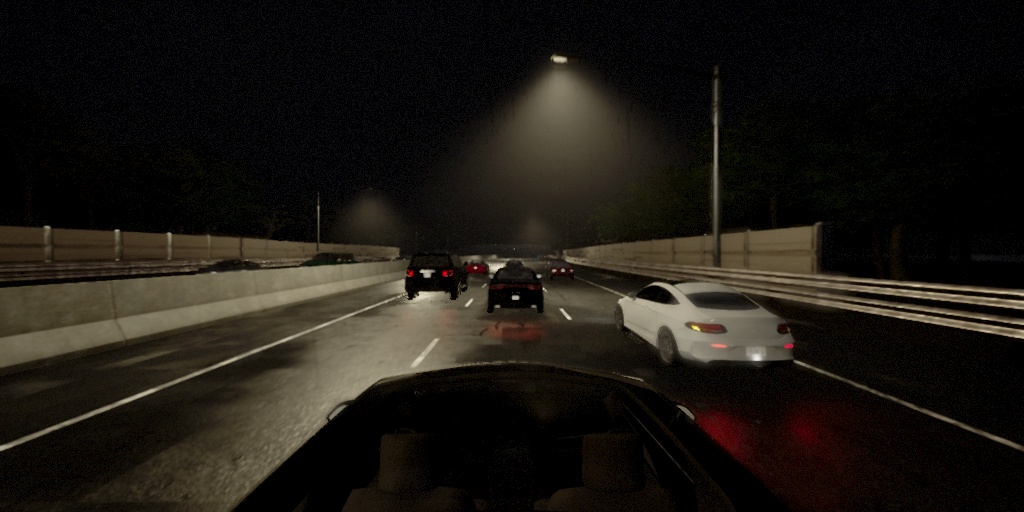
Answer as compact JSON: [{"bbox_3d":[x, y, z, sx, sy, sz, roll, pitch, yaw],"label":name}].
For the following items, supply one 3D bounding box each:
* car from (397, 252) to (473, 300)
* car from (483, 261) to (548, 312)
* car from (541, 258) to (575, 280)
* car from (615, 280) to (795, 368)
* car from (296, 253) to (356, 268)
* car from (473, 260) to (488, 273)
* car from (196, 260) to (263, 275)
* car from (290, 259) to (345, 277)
[{"bbox_3d":[-3.373,0.844,17.001,2.150,2.045,5.566,0,0,0],"label":"car"},{"bbox_3d":[0.117,1.128,13.650,1.882,1.535,5.008,0,0,0],"label":"car"},{"bbox_3d":[3.679,1.078,28.223,2.033,1.411,5.357,0,0,0],"label":"car"},{"bbox_3d":[3.617,1.227,7.597,1.812,1.442,4.674,0,0,0],"label":"car"},{"bbox_3d":[-14.023,0.753,27.660,2.150,2.045,5.566,0,0,0],"label":"car"},{"bbox_3d":[-3.284,1.043,34.405,1.994,1.385,4.181,0,0,0],"label":"car"},{"bbox_3d":[-21.024,1.042,26.873,1.837,1.490,4.892,0,0,0],"label":"car"},{"bbox_3d":[-17.480,1.038,32.604,2.033,1.411,5.357,0,0,1],"label":"car"}]
